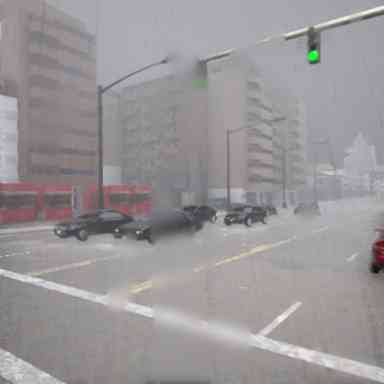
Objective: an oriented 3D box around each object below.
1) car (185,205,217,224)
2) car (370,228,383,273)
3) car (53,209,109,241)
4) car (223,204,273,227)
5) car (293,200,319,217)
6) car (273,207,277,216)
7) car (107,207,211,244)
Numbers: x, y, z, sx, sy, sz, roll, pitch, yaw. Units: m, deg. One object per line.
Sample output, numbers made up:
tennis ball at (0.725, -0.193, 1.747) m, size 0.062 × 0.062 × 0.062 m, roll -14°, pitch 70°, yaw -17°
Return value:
car at (0.156, 1.749, 25.429) m, size 1.837 × 1.490 × 4.892 m, roll -1°, pitch -1°, yaw 35°
car at (6.611, 1.579, 10.080) m, size 1.812 × 1.442 × 4.674 m, roll -1°, pitch -1°, yaw 35°
car at (-5.094, 1.689, 17.962) m, size 1.812 × 1.442 × 4.674 m, roll -1°, pitch -1°, yaw 35°
car at (4.113, 1.740, 24.987) m, size 1.837 × 1.490 × 4.892 m, roll -1°, pitch -1°, yaw 35°
car at (12.966, 1.925, 37.562) m, size 1.837 × 1.490 × 4.892 m, roll -1°, pitch -1°, yaw 35°
car at (7.743, 1.963, 36.231) m, size 1.994 × 1.385 × 4.181 m, roll -1°, pitch -1°, yaw 35°
car at (-1.466, 1.693, 17.021) m, size 2.033 × 1.411 × 5.357 m, roll -1°, pitch -1°, yaw 35°
